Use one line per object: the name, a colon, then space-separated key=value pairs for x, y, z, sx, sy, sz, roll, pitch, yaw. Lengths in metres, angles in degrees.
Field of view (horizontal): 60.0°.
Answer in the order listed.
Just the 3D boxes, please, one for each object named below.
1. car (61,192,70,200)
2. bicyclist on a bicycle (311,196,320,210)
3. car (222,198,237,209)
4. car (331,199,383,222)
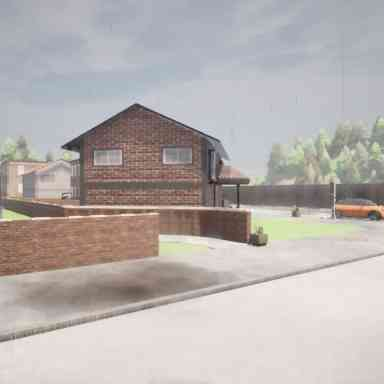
car: x=-14.083 y=0.973 z=38.794 sx=1.905 sy=1.878 sz=3.866 roll=0 pitch=0 yaw=-35
bicyclist on a bicycle: x=14.683 y=1.349 z=39.508 sx=1.656 sy=1.620 sz=0.582 roll=0 pitch=0 yaw=-36
car: x=3.514 y=1.491 z=40.707 sx=2.128 sy=1.511 sz=4.902 roll=0 pitch=0 yaw=-35
car: x=13.629 y=1.352 z=26.529 sx=2.097 sy=1.767 sz=4.553 roll=0 pitch=0 yaw=-36
